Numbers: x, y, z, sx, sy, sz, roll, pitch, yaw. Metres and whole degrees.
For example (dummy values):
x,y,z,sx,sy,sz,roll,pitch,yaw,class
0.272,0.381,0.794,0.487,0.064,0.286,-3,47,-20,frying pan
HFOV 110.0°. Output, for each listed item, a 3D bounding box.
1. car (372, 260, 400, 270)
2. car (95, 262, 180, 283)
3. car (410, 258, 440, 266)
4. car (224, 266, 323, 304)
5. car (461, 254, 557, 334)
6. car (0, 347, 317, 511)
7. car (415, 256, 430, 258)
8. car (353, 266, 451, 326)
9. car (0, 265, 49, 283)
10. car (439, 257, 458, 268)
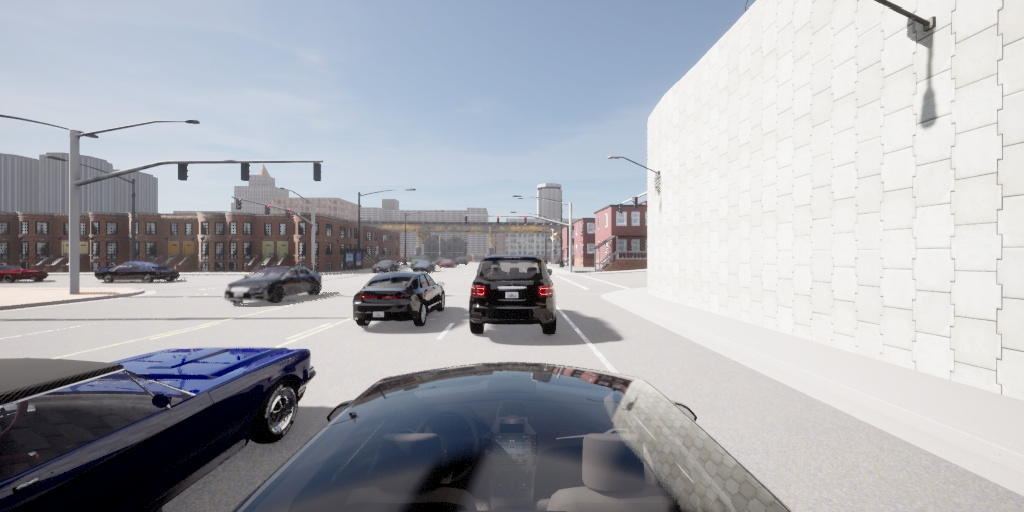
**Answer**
x,y,z,sx,sy,sz,roll,pitch,yaw,class
-14.246,1.255,40.794,1.837,1.490,4.892,0,0,3,car
-28.178,1.351,27.081,4.718,1.301,1.895,0,0,0,car
-10.608,1.297,43.564,2.033,1.411,5.357,0,0,0,car
-10.603,1.241,16.362,2.128,1.511,4.902,0,0,0,car
0.062,0.971,10.734,2.150,2.045,5.566,0,0,1,car
-3.397,1.351,2.370,1.895,1.301,4.718,0,0,0,car
-14.096,0.973,55.762,2.150,2.045,5.566,0,0,0,car
-3.422,1.255,11.624,1.837,1.490,4.892,0,0,0,car
-38.295,1.351,27.045,4.718,1.301,1.895,0,0,0,car
-10.596,1.227,58.963,1.882,1.535,5.008,0,0,0,car
